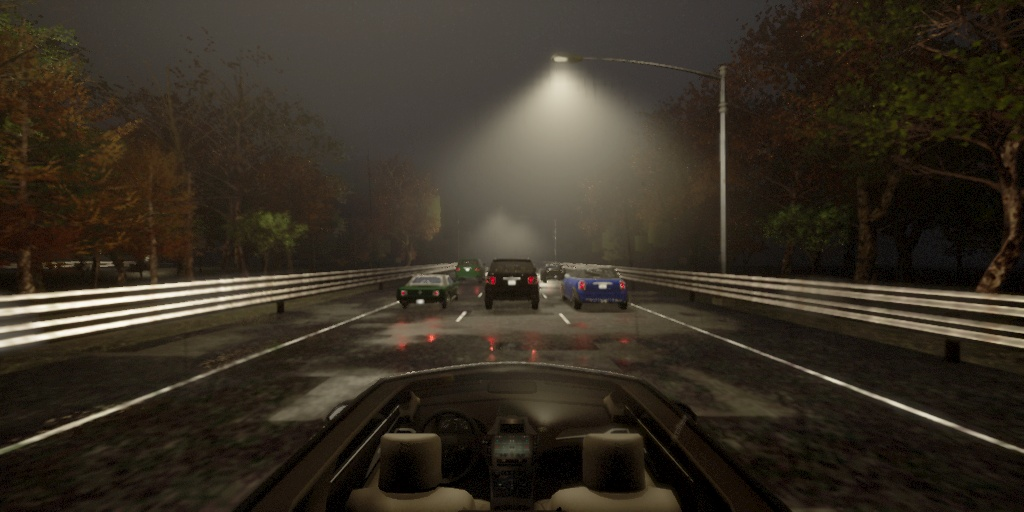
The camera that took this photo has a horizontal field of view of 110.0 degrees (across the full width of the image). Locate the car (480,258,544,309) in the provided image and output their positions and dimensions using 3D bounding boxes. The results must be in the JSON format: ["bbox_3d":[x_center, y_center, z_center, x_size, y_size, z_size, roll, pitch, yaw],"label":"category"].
[{"bbox_3d":[-0.003,1.089,15.856,2.150,2.045,5.566,0,0,0],"label":"car"}]

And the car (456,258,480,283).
[{"bbox_3d":[-3.505,1.209,30.860,2.150,2.045,5.566,0,0,0],"label":"car"}]

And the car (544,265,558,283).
[{"bbox_3d":[3.498,1.487,31.142,2.128,1.511,4.902,0,0,0],"label":"car"}]

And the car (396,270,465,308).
[{"bbox_3d":[-3.501,1.474,15.951,1.895,1.301,4.718,0,0,0],"label":"car"}]

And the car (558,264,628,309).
[{"bbox_3d":[3.500,1.223,15.928,2.097,1.767,4.553,0,-1,0],"label":"car"}]
